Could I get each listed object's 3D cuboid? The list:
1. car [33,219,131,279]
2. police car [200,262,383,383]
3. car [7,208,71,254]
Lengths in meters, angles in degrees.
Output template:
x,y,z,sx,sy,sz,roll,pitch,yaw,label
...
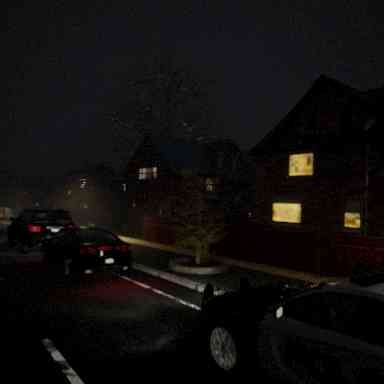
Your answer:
x,y,z,sx,sy,sz,roll,pitch,yaw,label
-3.947,1.951,11.861,1.882,1.535,5.008,3,-3,-37,car
2.059,1.679,3.925,1.930,1.638,5.238,3,-3,-37,police car
-7.642,1.830,16.680,2.150,2.045,5.566,4,-3,-38,car
